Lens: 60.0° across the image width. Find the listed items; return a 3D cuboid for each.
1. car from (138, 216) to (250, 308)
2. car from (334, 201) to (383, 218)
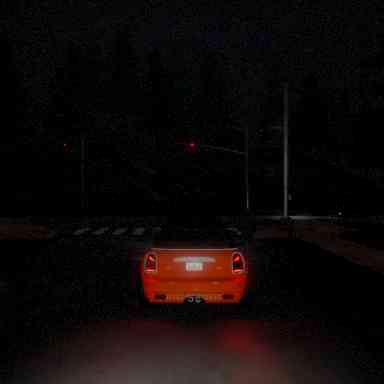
[{"bbox_3d":[0.049,1.352,8.086,2.097,1.767,4.553,0,0,0],"label":"car"},{"bbox_3d":[14.337,1.438,27.330,4.718,1.301,1.895,0,0,0],"label":"car"}]
